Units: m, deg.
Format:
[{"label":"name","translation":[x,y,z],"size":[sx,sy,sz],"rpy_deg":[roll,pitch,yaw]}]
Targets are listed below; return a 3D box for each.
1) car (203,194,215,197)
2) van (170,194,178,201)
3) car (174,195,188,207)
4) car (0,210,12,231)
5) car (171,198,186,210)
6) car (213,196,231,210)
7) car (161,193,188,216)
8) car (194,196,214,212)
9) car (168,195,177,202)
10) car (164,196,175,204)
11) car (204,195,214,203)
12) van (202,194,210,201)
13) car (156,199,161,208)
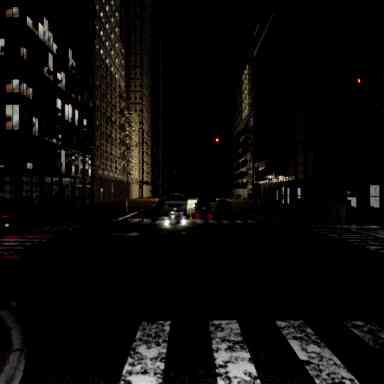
[{"label":"car","translation":[3.585,1.313,63.923],"size":[2.192,1.841,5.009],"rpy_deg":[0,0,0]},{"label":"van","translation":[-4.417,1.321,80.448],"size":[1.690,1.788,3.998],"rpy_deg":[0,0,0]},{"label":"car","translation":[-1.739,1.359,53.493],"size":[2.097,1.767,4.553],"rpy_deg":[0,0,-1]},{"label":"car","translation":[-11.414,1.318,16.098],"size":[4.892,1.490,1.837],"rpy_deg":[1,0,-3]},{"label":"car","translation":[-1.675,1.538,43.576],"size":[1.812,1.442,4.674],"rpy_deg":[0,0,0]},{"label":"car","translation":[3.797,1.579,41.815],"size":[1.947,1.339,4.313],"rpy_deg":[0,0,0]},{"label":"car","translation":[-1.604,1.239,33.749],"size":[2.150,2.045,5.566],"rpy_deg":[0,0,0]},{"label":"car","translation":[1.261,1.540,38.530],"size":[1.812,1.442,4.674],"rpy_deg":[0,0,0]},{"label":"car","translation":[-4.377,1.426,74.921],"size":[1.967,1.590,4.097],"rpy_deg":[0,0,0]},{"label":"car","translation":[-4.295,1.563,63.866],"size":[1.947,1.339,4.313],"rpy_deg":[0,0,0]},{"label":"car","translation":[3.544,1.432,69.452],"size":[1.967,1.590,4.097],"rpy_deg":[0,0,0]},{"label":"van","translation":[3.463,1.321,80.506],"size":[1.690,1.788,3.998],"rpy_deg":[0,0,0]},{"label":"car","translation":[-4.173,1.592,47.283],"size":[1.802,1.307,4.206],"rpy_deg":[0,0,0]}]
